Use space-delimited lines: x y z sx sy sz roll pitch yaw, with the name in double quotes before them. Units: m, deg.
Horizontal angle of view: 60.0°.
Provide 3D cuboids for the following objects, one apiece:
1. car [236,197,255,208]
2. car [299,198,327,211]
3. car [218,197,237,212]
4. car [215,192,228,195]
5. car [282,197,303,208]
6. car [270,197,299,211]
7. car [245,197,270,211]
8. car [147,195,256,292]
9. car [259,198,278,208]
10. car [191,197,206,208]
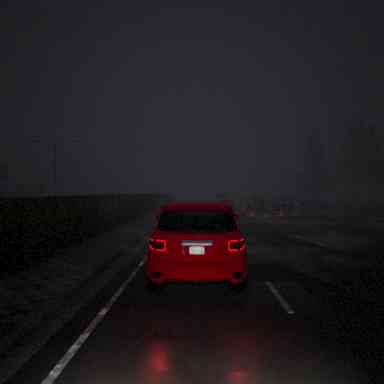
"car" 7.944 1.486 49.954 2.128 1.511 4.902 0 0 1
"car" 14.764 1.473 40.649 1.882 1.535 5.008 0 0 1
"car" 4.258 1.473 40.437 1.882 1.535 5.008 0 0 1
"car" 4.446 1.216 50.052 2.150 2.045 5.566 0 0 1
"car" 14.943 1.499 49.817 1.837 1.490 4.892 0 0 1
"car" 11.280 1.347 41.487 2.097 1.767 4.553 0 0 1
"car" 7.765 1.347 40.755 2.097 1.767 4.553 0 0 1
"car" 0.147 1.220 9.095 2.150 2.045 5.566 0 0 1
"car" 11.444 1.558 49.886 1.994 1.385 4.181 0 0 1
"car" 0.946 1.486 50.090 2.128 1.511 4.902 0 0 1
